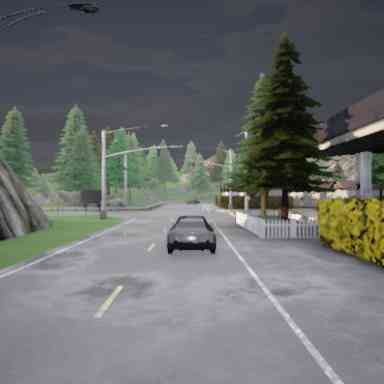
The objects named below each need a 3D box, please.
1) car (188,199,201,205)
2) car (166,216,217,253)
[{"bbox_3d":[0.506,2.284,80.363,2.033,1.411,5.357,0,0,18],"label":"car"},{"bbox_3d":[-0.008,1.699,14.296,1.994,1.385,4.181,0,0,0],"label":"car"}]
